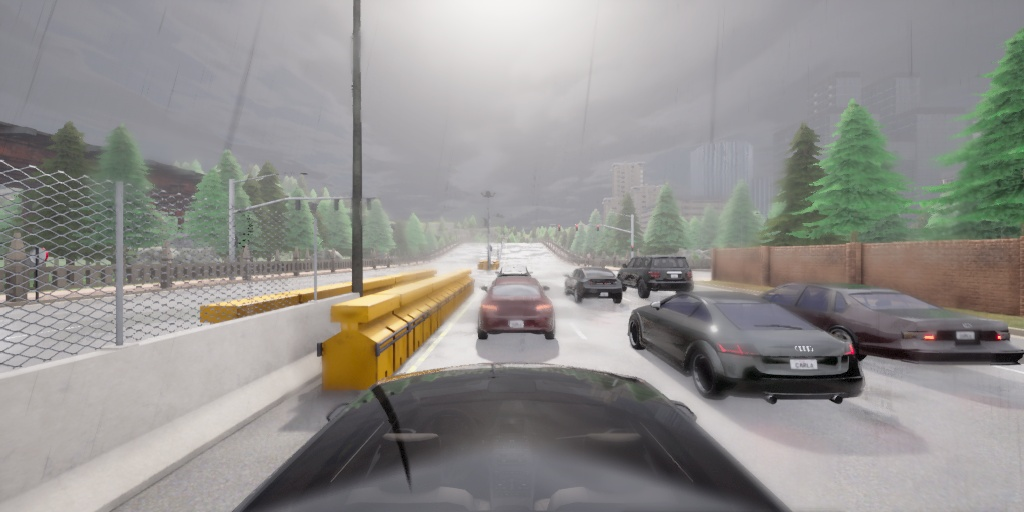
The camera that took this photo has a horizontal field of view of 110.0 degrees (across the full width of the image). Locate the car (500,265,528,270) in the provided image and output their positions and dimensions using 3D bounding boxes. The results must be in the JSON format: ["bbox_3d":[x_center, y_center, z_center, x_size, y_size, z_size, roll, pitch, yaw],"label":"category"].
[{"bbox_3d":[0.107,1.241,19.130,2.128,1.511,4.902,0,0,0],"label":"car"}]

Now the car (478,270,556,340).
[{"bbox_3d":[0.104,1.276,9.884,1.812,1.442,4.674,0,0,0],"label":"car"}]

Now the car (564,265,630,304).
[{"bbox_3d":[3.605,1.255,16.424,1.837,1.490,4.892,0,0,0],"label":"car"}]

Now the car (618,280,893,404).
[{"bbox_3d":[3.604,1.314,6.458,1.994,1.385,4.181,0,0,-1],"label":"car"}]

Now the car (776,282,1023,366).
[{"bbox_3d":[7.103,1.297,8.124,2.033,1.411,5.357,0,0,0],"label":"car"}]

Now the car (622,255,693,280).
[{"bbox_3d":[7.105,0.972,18.366,2.150,2.045,5.566,0,0,0],"label":"car"}]
